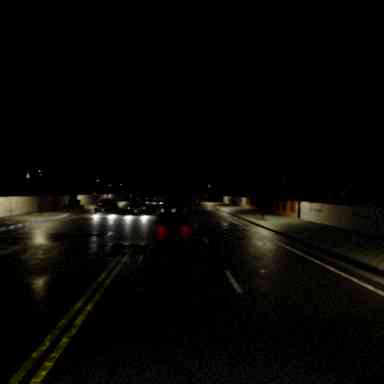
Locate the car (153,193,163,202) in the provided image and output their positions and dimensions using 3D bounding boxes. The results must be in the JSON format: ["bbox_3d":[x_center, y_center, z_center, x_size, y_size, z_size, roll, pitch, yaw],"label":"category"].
[{"bbox_3d":[-7.488,1.135,74.128,2.150,2.045,5.566,1,0,-3],"label":"car"}]

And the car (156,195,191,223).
[{"bbox_3d":[-1.413,1.344,25.340,2.097,1.767,4.553,1,0,-3],"label":"car"}]

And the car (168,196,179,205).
[{"bbox_3d":[-3.366,1.559,60.289,1.812,1.442,4.674,1,0,-3],"label":"car"}]

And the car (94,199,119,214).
[{"bbox_3d":[-8.588,1.421,33.834,1.812,1.442,4.674,1,0,-3],"label":"car"}]

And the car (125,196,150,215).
[{"bbox_3d":[-5.275,1.469,32.773,1.812,1.442,4.674,1,0,-3],"label":"car"}]

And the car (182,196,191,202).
[{"bbox_3d":[-1.333,1.659,80.357,2.033,1.411,5.357,1,0,-3],"label":"car"}]

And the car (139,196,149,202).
[{"bbox_3d":[-10.806,1.502,75.145,1.895,1.301,4.718,1,0,-3],"label":"car"}]

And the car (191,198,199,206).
[{"bbox_3d":[0.138,1.639,55.797,1.994,1.385,4.181,1,0,-3],"label":"car"}]
